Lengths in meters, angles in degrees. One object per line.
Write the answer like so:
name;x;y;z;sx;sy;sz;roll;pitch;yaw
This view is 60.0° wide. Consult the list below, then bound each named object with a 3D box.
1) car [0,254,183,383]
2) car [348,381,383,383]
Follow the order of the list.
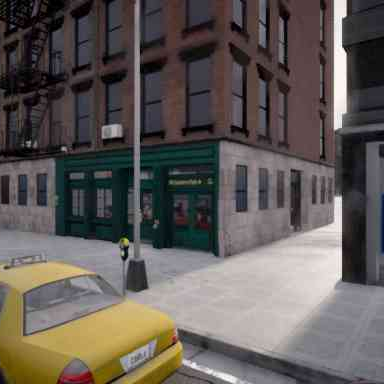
car;-2.384;1.525;4.507;4.829;1.417;1.752;0;0;35
car;2.381;1.582;1.109;4.206;1.307;1.802;0;0;35
